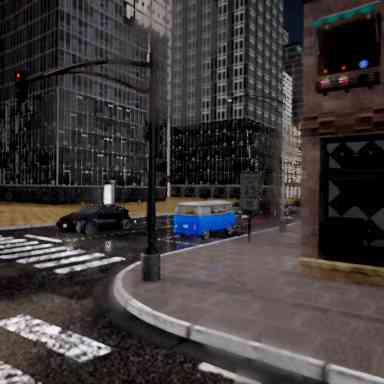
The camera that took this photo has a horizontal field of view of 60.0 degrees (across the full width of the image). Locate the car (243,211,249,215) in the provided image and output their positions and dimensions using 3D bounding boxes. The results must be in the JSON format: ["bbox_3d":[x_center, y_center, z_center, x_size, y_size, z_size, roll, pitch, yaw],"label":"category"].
[{"bbox_3d":[5.342,1.434,33.419,1.812,1.442,4.674,1,1,36],"label":"car"}]

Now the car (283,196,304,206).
[{"bbox_3d":[16.378,1.360,53.325,1.752,1.417,4.829,1,1,36],"label":"car"}]

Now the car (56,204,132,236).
[{"bbox_3d":[-5.309,1.507,18.408,1.994,1.385,4.181,1,1,33],"label":"car"}]

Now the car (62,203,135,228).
[{"bbox_3d":[-6.039,1.464,21.953,1.947,1.339,4.313,1,1,36],"label":"car"}]

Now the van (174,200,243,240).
[{"bbox_3d":[0.782,1.366,17.079,1.690,1.788,3.998,1,1,36],"label":"van"}]

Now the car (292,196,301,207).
[{"bbox_3d":[16.227,1.489,48.490,1.994,1.385,4.181,1,1,36],"label":"car"}]

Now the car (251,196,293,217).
[{"bbox_3d":[7.395,1.463,30.795,1.837,1.490,4.892,1,1,36],"label":"car"}]

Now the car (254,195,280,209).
[{"bbox_3d":[10.044,1.290,44.459,1.967,1.590,4.097,1,1,36],"label":"car"}]
